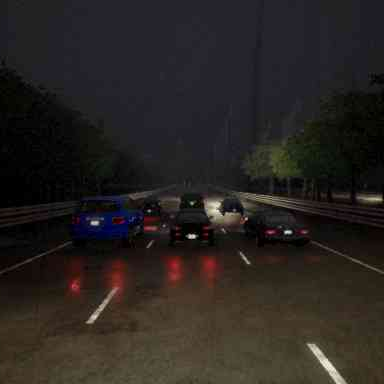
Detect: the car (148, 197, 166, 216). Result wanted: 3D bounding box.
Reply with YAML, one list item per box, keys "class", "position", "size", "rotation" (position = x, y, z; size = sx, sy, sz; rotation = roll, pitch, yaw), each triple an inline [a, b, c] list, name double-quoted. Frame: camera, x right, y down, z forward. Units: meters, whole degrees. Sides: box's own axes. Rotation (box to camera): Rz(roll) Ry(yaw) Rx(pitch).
- class: "car"
  position: [-3.500, 1.253, 29.639]
  size: [1.837, 1.490, 4.892]
  rotation: [0, 1, 0]

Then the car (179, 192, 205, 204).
- class: "car"
  position: [0.001, 0.993, 29.665]
  size: [2.150, 2.045, 5.566]
  rotation: [0, 1, 0]

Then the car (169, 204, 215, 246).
- class: "car"
  position: [0.000, 1.463, 14.646]
  size: [1.812, 1.442, 4.674]
  rotation: [0, 1, 0]

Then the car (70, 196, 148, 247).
- class: "car"
  position: [-3.500, 1.187, 14.672]
  size: [2.150, 2.045, 5.566]
  rotation: [0, 1, 0]

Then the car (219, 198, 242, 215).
- class: "car"
  position: [3.500, 1.269, 29.639]
  size: [1.812, 1.442, 4.674]
  rotation: [0, 1, 0]

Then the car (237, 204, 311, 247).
- class: "car"
  position: [3.500, 1.493, 14.646]
  size: [2.033, 1.411, 5.357]
  rotation: [0, 1, 0]
